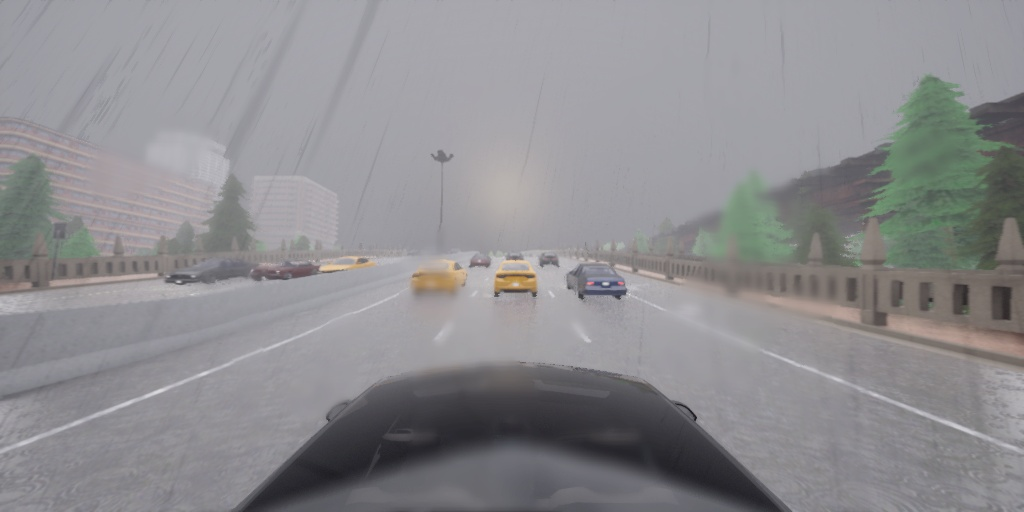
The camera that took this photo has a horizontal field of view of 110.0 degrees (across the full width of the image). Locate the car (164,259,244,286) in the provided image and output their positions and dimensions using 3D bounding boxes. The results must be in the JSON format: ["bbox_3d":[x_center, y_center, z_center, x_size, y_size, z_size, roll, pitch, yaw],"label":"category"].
[{"bbox_3d":[-17.506,0.888,21.485,2.033,1.411,5.357,0,2,0],"label":"car"}]

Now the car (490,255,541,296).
[{"bbox_3d":[0.168,0.955,17.310,1.882,1.535,5.008,0,2,0],"label":"car"}]

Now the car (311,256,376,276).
[{"bbox_3d":[-10.497,0.767,23.171,1.882,1.535,5.008,0,2,0],"label":"car"}]

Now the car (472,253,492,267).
[{"bbox_3d":[-3.227,0.403,37.530,1.994,1.385,4.181,0,2,0],"label":"car"}]

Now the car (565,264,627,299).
[{"bbox_3d":[3.663,1.054,16.428,2.033,1.411,5.357,0,2,0],"label":"car"}]

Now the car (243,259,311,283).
[{"bbox_3d":[-14.001,0.909,22.526,1.895,1.301,4.718,0,2,0],"label":"car"}]

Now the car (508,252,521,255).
[{"bbox_3d":[0.273,0.348,37.479,1.837,1.490,4.892,0,2,0],"label":"car"}]

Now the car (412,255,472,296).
[{"bbox_3d":[-3.333,0.954,17.312,1.882,1.535,5.008,0,2,0],"label":"car"}]

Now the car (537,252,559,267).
[{"bbox_3d":[3.773,0.350,37.441,1.837,1.490,4.892,0,2,0],"label":"car"}]
